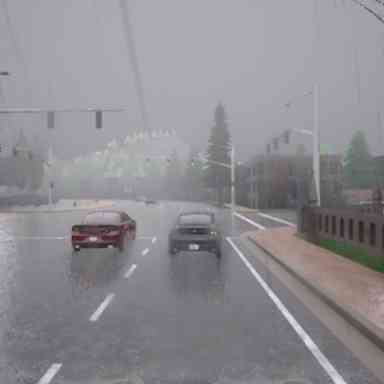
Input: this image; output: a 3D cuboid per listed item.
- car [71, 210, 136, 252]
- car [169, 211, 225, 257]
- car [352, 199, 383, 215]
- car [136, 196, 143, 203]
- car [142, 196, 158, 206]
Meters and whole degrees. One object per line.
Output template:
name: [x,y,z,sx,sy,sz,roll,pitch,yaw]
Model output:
car: [-3.527,1.486,14.051,1.882,1.535,5.008,0,0,-2]
car: [0.221,1.513,13.025,1.837,1.490,4.892,0,0,4]
car: [17.778,1.496,30.228,5.008,1.535,1.882,0,0,0]
car: [-11.001,1.570,73.009,2.128,1.511,4.902,0,0,-25]
car: [-6.958,1.636,57.302,1.895,1.301,4.718,0,0,-3]
